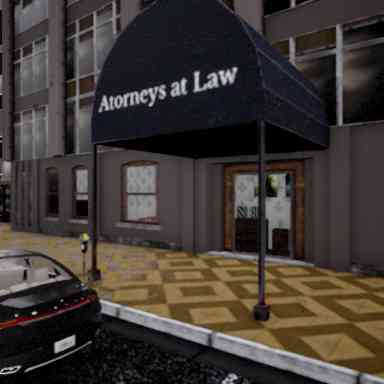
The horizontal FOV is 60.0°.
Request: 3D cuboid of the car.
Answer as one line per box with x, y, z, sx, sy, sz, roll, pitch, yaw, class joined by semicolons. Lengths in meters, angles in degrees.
-3.285;1.586;5.230;4.403;1.369;2.008;0;0;36;car
